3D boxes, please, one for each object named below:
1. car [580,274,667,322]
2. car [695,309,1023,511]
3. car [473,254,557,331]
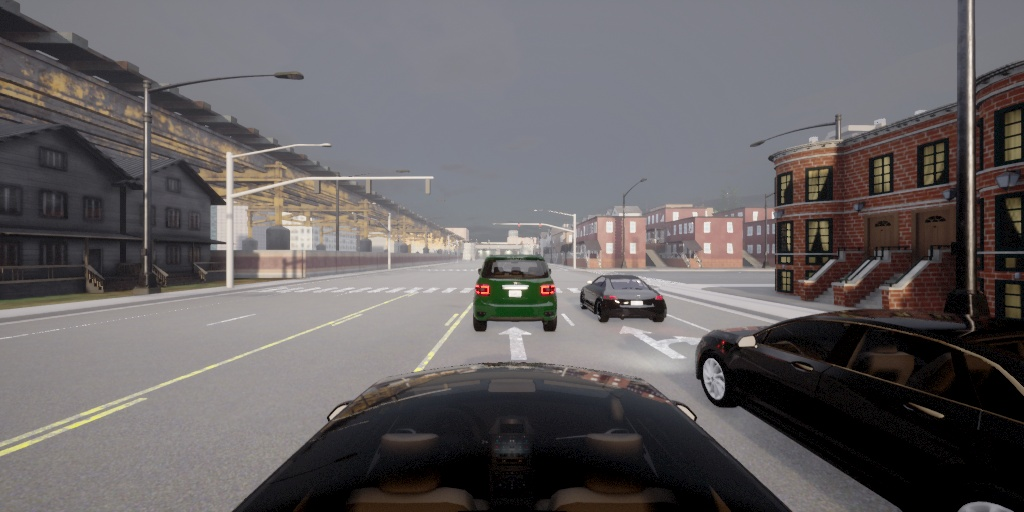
[{"bbox_3d":[3.586,1.314,12.235,1.994,1.385,4.181,0,0,1],"label":"car"},{"bbox_3d":[3.599,1.255,3.323,1.837,1.490,4.892,0,0,0],"label":"car"},{"bbox_3d":[0.086,0.971,11.066,2.150,2.045,5.566,0,0,0],"label":"car"}]
